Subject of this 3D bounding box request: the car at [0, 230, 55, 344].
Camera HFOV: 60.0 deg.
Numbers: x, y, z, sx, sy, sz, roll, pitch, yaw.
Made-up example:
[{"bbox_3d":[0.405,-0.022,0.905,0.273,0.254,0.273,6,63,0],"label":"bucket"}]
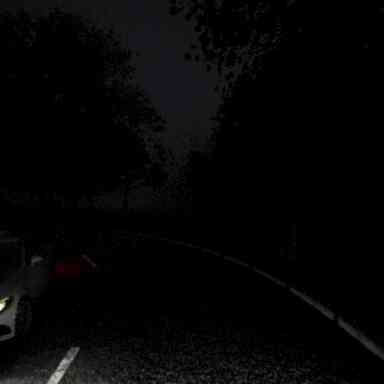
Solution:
[{"bbox_3d":[-3.802,1.515,6.291,1.812,1.442,4.674,0,0,-15],"label":"car"}]
